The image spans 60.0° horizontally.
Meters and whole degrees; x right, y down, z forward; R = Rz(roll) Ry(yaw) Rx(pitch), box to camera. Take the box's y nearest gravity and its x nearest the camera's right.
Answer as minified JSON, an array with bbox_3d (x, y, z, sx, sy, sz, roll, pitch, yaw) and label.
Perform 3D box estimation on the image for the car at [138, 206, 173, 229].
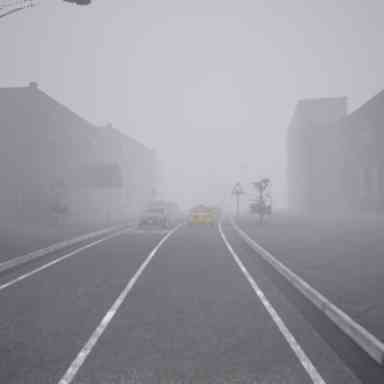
[{"bbox_3d":[-2.533,1.761,23.902,1.837,1.490,4.892,0,-2,4],"label":"car"}]

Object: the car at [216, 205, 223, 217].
[{"bbox_3d":[2.820,2.356,42.331,1.837,1.490,4.892,-1,-2,9],"label":"car"}]

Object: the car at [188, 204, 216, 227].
[{"bbox_3d":[0.746,1.734,25.052,1.801,1.575,5.366,0,-2,4],"label":"car"}]
